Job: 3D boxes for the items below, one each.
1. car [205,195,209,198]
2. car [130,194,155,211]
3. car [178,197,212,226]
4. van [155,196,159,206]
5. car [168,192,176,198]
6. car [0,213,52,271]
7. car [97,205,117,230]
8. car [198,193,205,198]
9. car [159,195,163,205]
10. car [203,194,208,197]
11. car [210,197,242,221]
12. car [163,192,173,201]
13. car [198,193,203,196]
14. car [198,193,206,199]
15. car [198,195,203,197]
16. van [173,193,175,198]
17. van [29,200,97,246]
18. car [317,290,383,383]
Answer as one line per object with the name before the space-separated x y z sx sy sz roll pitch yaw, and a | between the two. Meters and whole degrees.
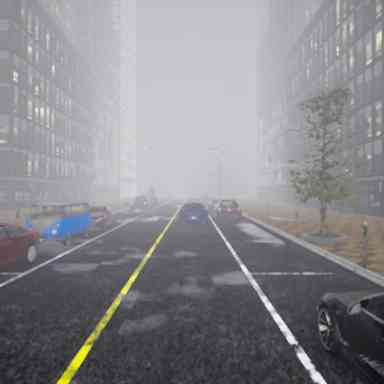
car | 2.673 1.376 37.254 1.802 1.307 4.206 0 0 0
car | -5.707 1.234 37.263 1.967 1.590 4.097 0 0 0
car | 0.088 1.357 22.128 1.882 1.535 5.008 0 0 0
van | -5.709 1.102 42.955 1.690 1.788 3.998 0 0 0
car | -5.738 0.897 94.184 1.967 1.590 4.097 0 0 0
car | -5.692 1.497 8.803 1.887 1.381 4.507 0 0 0
car | -5.698 1.472 20.188 1.802 1.307 4.206 0 0 0
car | 2.642 1.002 94.172 1.887 1.381 4.507 0 0 0
car | -5.714 1.293 48.649 1.947 1.339 4.313 0 0 0
car | 2.670 1.285 43.116 1.752 1.417 4.829 0 0 0
car | 2.680 1.299 25.869 1.967 1.590 4.097 0 0 0
car | -5.726 1.120 71.246 1.752 1.417 4.829 0 0 0
car | 2.655 1.035 71.404 1.967 1.590 4.097 0 0 0
car | 2.645 1.043 88.480 2.008 1.369 4.403 0 0 0
car | 0.077 1.377 40.211 1.895 1.301 4.718 0 0 0
van | -5.731 0.867 82.799 1.690 1.788 3.998 0 0 0
van | -5.694 1.262 14.495 1.690 1.788 3.998 0 0 0
car | 2.691 1.549 3.103 1.947 1.339 4.313 0 0 0
